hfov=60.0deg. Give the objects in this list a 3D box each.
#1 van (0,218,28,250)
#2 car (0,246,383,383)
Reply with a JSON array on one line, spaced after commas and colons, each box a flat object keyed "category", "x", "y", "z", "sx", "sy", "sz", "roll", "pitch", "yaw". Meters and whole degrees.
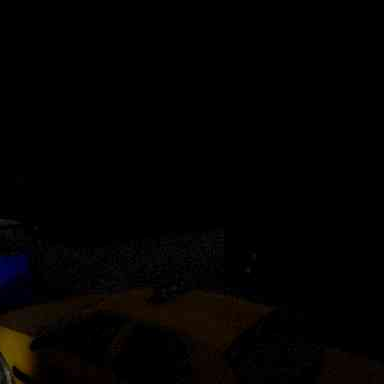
[{"category": "van", "x": -4.755, "y": 1.327, "z": 6.339, "sx": 3.998, "sy": 1.788, "sz": 1.690, "roll": 0, "pitch": 1, "yaw": 36}, {"category": "car", "x": -0.411, "y": 1.521, "z": 3.244, "sx": 4.829, "sy": 1.417, "sz": 1.752, "roll": 0, "pitch": 1, "yaw": 36}]
